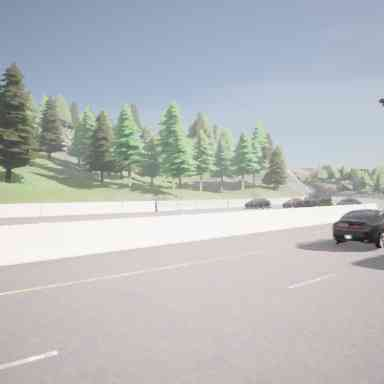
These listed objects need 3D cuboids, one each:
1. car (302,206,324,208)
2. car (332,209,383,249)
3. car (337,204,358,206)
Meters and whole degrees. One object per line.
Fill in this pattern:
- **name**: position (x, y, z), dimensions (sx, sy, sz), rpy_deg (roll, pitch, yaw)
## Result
- **car**: position (15.347, 1.224, 41.024), dimensions (2.150, 2.045, 5.566), rpy_deg (0, 0, 44)
- **car**: position (8.000, 1.505, 14.636), dimensions (4.892, 1.490, 1.837), rpy_deg (0, 0, -40)
- **car**: position (18.379, 1.506, 39.141), dimensions (1.837, 1.490, 4.892), rpy_deg (0, 0, 44)
